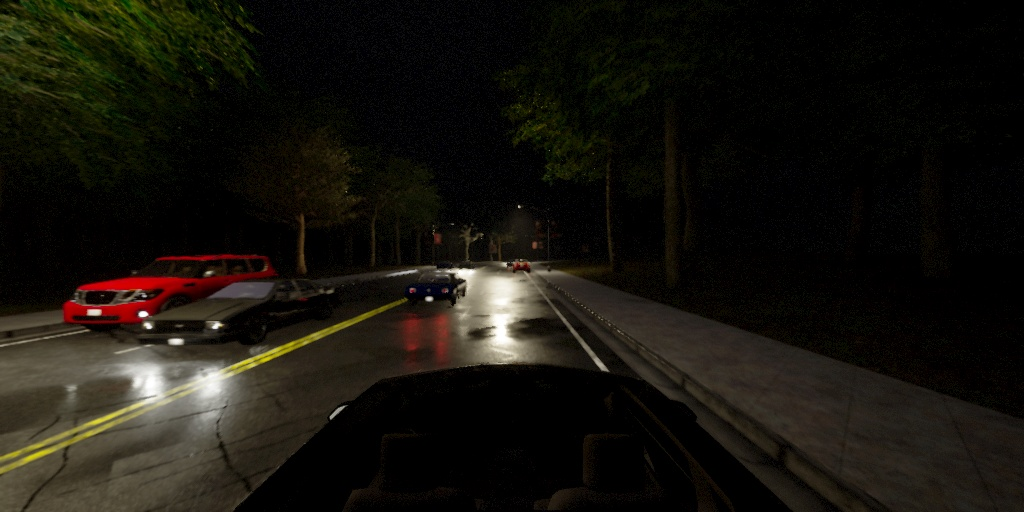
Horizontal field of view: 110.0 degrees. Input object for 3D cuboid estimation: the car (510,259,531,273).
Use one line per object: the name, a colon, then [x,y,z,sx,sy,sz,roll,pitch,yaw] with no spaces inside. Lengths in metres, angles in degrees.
car: [1.140,1.122,43.312,2.097,1.767,4.553,0,0,0]

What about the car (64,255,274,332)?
car: [-9.850,0.975,11.218,2.150,2.045,5.566,0,0,0]

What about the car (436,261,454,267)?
car: [-9.815,1.383,52.536,1.895,1.301,4.718,0,0,0]

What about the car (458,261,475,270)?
car: [-6.559,1.383,51.976,1.895,1.301,4.718,0,0,0]

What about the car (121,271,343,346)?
car: [-6.599,1.300,9.708,2.033,1.411,5.357,0,0,0]

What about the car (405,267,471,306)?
car: [-3.150,1.355,15.886,1.895,1.301,4.718,0,0,0]

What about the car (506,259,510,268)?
car: [0.006,1.288,62.045,2.128,1.511,4.902,0,0,0]
